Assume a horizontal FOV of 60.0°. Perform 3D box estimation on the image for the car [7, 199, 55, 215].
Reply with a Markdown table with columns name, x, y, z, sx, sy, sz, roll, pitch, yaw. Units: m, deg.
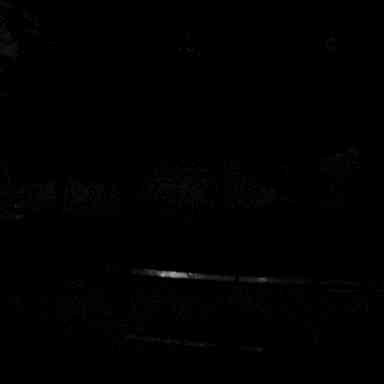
| name | x | y | z | sx | sy | sz | roll | pitch | yaw |
| --- | --- | --- | --- | --- | --- | --- | --- | --- | --- |
| car | -16.570 | 1.450 | 34.457 | 1.882 | 1.535 | 5.008 | 0 | -1 | 26 |

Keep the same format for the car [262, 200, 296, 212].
| name | x | y | z | sx | sy | sz | roll | pitch | yaw |
| --- | --- | --- | --- | --- | --- | --- | --- | --- | --- |
| car | 11.632 | 1.871 | 43.142 | 4.892 | 1.490 | 1.837 | 1 | -2 | 25 |
